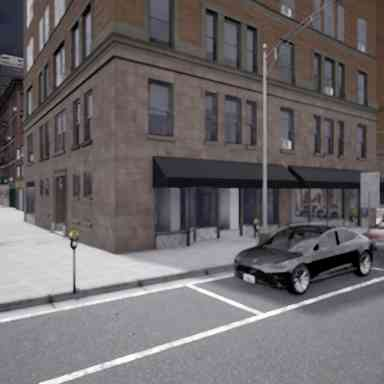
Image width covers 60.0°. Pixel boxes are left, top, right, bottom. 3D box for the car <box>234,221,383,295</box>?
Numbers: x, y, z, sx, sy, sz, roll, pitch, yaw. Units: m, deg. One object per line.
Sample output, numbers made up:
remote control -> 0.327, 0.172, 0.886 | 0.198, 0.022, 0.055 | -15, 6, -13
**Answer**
car -> 3.051, 1.568, 8.730 | 4.313, 1.339, 1.947 | 0, 0, -36
